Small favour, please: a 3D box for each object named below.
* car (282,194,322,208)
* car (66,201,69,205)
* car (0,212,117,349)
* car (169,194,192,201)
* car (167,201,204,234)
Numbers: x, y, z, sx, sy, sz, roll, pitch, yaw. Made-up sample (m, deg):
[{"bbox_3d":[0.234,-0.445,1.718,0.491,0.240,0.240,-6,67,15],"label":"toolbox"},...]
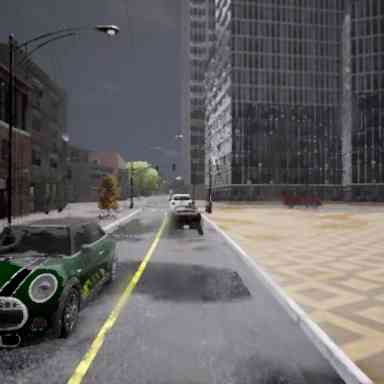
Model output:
[{"bbox_3d":[14.429,1.224,43.860,5.009,1.841,2.192,0,-1,16],"label":"car"},{"bbox_3d":[-22.317,1.617,54.388,4.313,1.339,1.947,0,-1,16],"label":"car"},{"bbox_3d":[-2.927,1.361,6.592,2.097,1.767,4.553,0,0,-1],"label":"car"},{"bbox_3d":[-1.145,1.257,33.589,2.150,2.045,5.566,0,0,-5],"label":"car"},{"bbox_3d":[-0.370,1.528,19.437,1.837,1.490,4.892,0,0,-2],"label":"car"}]
